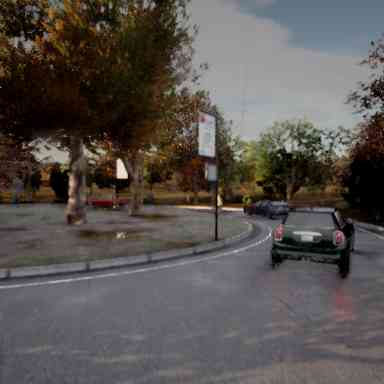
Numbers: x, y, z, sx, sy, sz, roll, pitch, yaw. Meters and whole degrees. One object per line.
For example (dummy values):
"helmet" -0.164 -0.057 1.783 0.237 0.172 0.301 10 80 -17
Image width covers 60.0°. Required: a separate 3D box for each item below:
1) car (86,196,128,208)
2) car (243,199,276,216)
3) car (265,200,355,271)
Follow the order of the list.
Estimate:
"car" -9.622 1.077 36.968 4.718 1.301 1.895 1 1 3
"car" 5.968 1.280 26.066 2.033 1.411 5.357 0 1 -20
"car" 4.112 1.249 10.927 2.097 1.767 4.553 1 1 28
